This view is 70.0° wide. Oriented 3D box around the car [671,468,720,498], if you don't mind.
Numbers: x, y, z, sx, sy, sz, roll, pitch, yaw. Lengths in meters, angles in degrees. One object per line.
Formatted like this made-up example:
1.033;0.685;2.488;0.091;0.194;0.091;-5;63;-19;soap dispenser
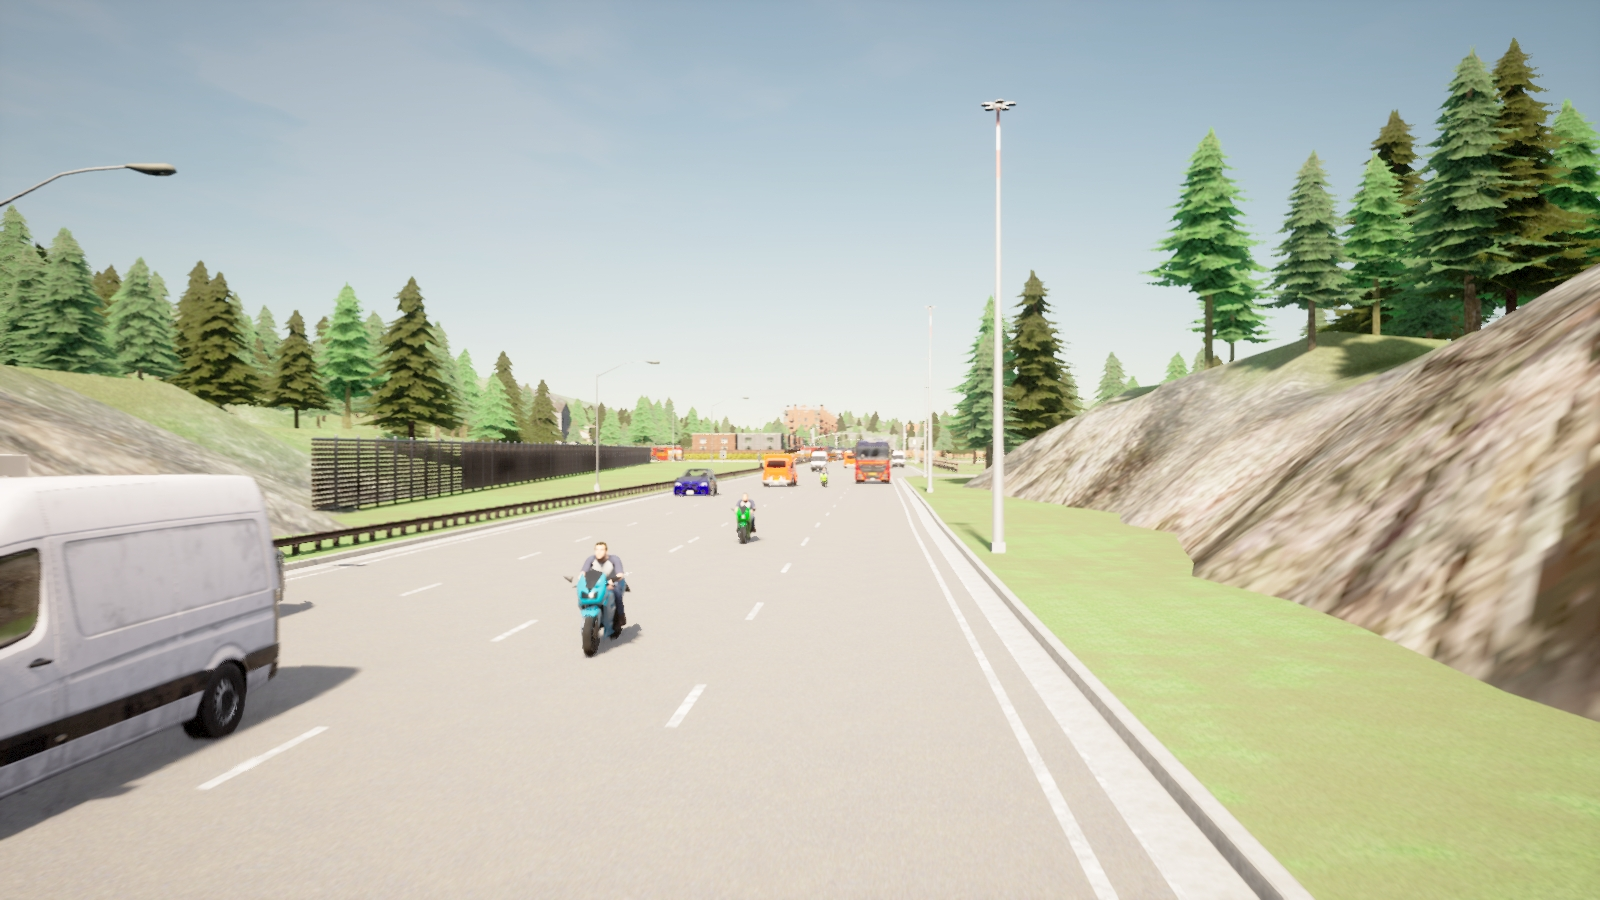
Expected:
-6.249;1.958;68.786;2.242;1.667;4.611;0;0;4;car

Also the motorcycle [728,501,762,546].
-1.627;2.181;34.166;0.803;1.199;2.033;0;0;4;motorcycle

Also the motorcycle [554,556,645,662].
-2.777;2.184;16.041;0.803;1.199;2.033;0;0;4;motorcycle

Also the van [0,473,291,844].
-6.640;1.532;9.435;1.988;2.561;5.915;0;0;3;van
